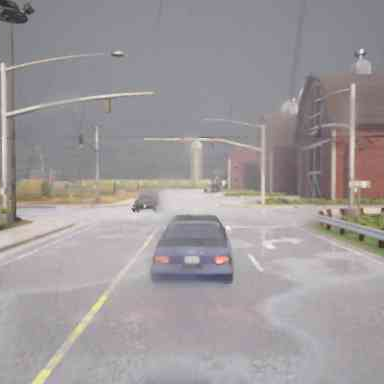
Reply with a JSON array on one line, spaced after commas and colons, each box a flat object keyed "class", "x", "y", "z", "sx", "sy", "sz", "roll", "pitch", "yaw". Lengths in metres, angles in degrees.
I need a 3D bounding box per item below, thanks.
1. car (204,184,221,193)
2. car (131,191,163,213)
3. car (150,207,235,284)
[{"class": "car", "x": 4.463, "y": -0.815, "z": 73.580, "sx": 1.905, "sy": 1.878, "sz": 3.866, "roll": -9, "pitch": 5, "yaw": -42}, {"class": "car", "x": -3.393, "y": 0.721, "z": 26.295, "sx": 1.837, "sy": 1.490, "sz": 4.892, "roll": 0, "pitch": 2, "yaw": 0}, {"class": "car", "x": 0.090, "y": 1.304, "z": 8.995, "sx": 2.033, "sy": 1.411, "sz": 5.357, "roll": 0, "pitch": 1, "yaw": 2}]
